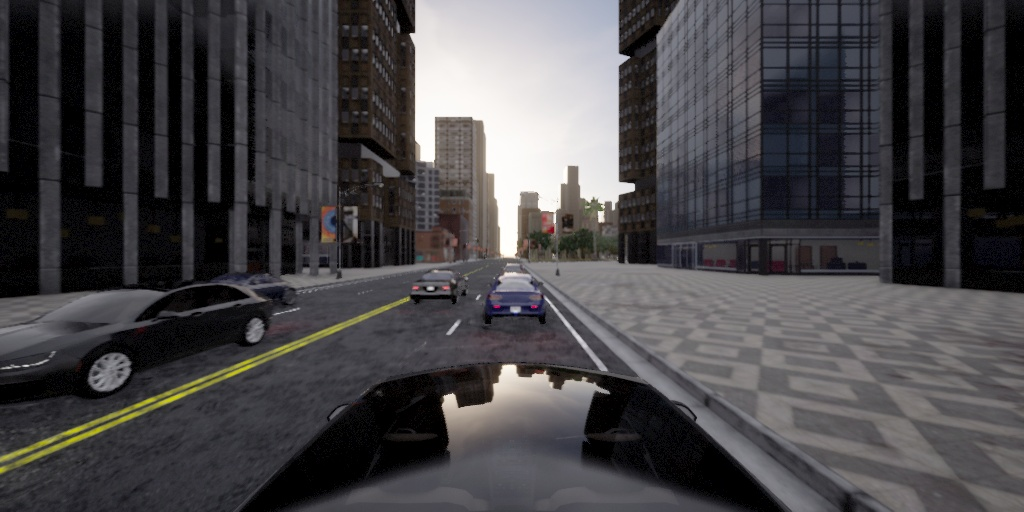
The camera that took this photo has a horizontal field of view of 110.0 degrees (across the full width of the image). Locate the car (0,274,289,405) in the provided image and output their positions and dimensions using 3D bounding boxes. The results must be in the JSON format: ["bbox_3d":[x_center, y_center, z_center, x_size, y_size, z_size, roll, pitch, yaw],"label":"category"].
[{"bbox_3d":[-6.599,1.260,6.569,1.837,1.490,4.892,0,0,0],"label":"car"}]

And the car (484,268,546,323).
[{"bbox_3d":[0.100,1.283,12.036,1.812,1.442,4.674,0,0,0],"label":"car"}]

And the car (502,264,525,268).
[{"bbox_3d":[0.098,1.313,29.075,1.994,1.385,4.181,0,0,0],"label":"car"}]

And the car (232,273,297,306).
[{"bbox_3d":[-9.845,1.320,13.045,1.994,1.385,4.181,0,0,0],"label":"car"}]

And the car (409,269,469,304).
[{"bbox_3d":[-3.150,1.304,16.382,2.033,1.411,5.357,0,0,0],"label":"car"}]
